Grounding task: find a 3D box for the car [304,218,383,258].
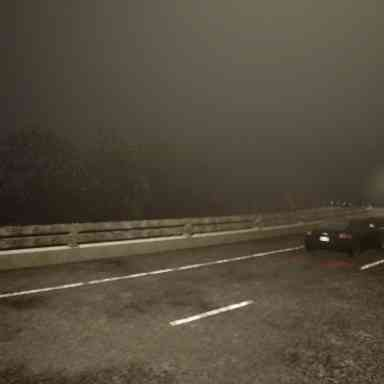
[{"bbox_3d":[6.489,1.769,13.942,4.181,1.385,1.994,1,-1,-43],"label":"car"}]
